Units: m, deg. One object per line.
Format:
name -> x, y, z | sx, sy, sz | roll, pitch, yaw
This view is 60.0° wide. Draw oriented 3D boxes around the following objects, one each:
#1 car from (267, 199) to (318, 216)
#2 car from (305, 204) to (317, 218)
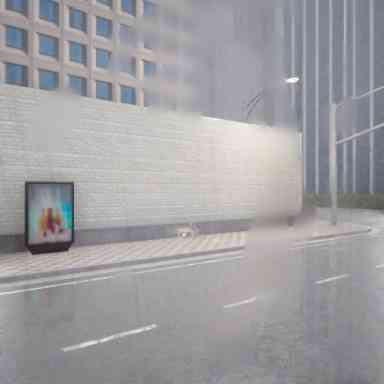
car -> 10.417, 1.547, 34.837 | 2.128, 1.511, 4.902 | 0, 0, -36
car -> 9.037, 1.533, 30.751 | 1.882, 1.535, 5.008 | 0, 0, -36
